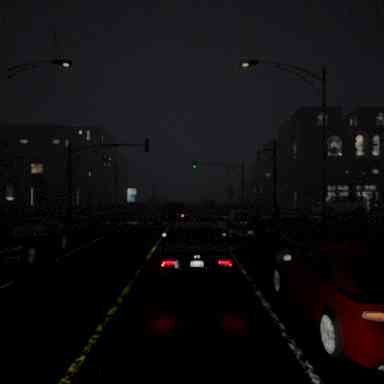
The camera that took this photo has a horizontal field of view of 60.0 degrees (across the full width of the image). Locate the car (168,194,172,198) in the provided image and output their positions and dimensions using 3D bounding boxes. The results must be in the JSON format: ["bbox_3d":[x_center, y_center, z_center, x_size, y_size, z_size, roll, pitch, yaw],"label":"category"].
[{"bbox_3d":[-5.861,1.641,71.669,1.967,1.590,4.097,0,0,0],"label":"car"}]

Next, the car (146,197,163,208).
[{"bbox_3d":[-5.807,1.719,49.581,1.802,1.307,4.206,0,0,0],"label":"car"}]

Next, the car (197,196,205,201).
[{"bbox_3d":[2.465,1.819,93.764,2.008,1.369,4.403,0,0,0],"label":"car"}]

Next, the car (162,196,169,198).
[{"bbox_3d":[-5.834,1.719,60.625,2.008,1.369,4.403,0,0,0],"label":"car"}]

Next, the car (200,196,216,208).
[{"bbox_3d":[2.573,1.703,49.589,1.947,1.339,4.313,0,0,0],"label":"car"}]

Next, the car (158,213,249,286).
[{"bbox_3d":[0.078,1.574,9.540,2.033,1.411,5.357,0,0,-1],"label":"car"}]

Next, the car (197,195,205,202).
[{"bbox_3d":[2.479,1.691,88.242,1.967,1.590,4.097,0,0,0],"label":"car"}]

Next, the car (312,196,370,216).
[{"bbox_3d":[15.527,1.406,34.800,5.566,2.045,2.150,0,0,1],"label":"car"}]

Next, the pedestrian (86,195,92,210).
[{"bbox_3d":[-12.650,1.242,40.699,0.375,1.860,0.375,0,-1,1],"label":"pedestrian"}]

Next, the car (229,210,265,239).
[{"bbox_3d":[2.653,1.598,17.199,2.008,1.369,4.403,0,0,0],"label":"car"}]

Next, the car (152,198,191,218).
[{"bbox_3d":[-1.655,1.586,28.440,1.837,1.490,4.892,2,0,-22],"label":"car"}]

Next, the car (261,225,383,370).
[{"bbox_3d":[2.681,1.561,5.815,1.887,1.381,4.507,0,0,0],"label":"car"}]

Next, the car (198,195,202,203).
[{"bbox_3d":[2.546,1.750,60.631,1.802,1.307,4.206,0,0,0],"label":"car"}]

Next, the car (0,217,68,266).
[{"bbox_3d":[-5.713,1.583,11.504,2.008,1.369,4.403,0,0,0],"label":"car"}]

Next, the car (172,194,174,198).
[{"bbox_3d":[-5.875,1.742,77.021,1.752,1.417,4.829,0,0,0],"label":"car"}]
